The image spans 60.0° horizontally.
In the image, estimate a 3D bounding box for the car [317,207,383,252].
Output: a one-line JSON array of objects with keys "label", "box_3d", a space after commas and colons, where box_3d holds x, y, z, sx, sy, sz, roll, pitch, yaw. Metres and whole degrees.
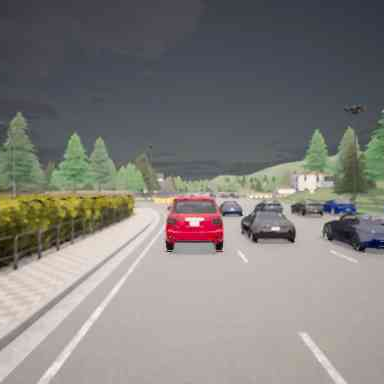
[{"label": "car", "box_3d": [7.087, 1.543, 13.861, 1.994, 1.385, 4.181, 0, 0, 0]}]

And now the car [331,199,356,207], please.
[{"label": "car", "box_3d": [14.091, 1.426, 32.486, 1.882, 1.535, 5.008, 0, 0, 0]}]

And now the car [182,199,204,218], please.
[{"label": "car", "box_3d": [0.089, 1.456, 30.957, 1.837, 1.490, 4.892, 0, 0, 0]}]

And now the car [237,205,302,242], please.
[{"label": "car", "box_3d": [3.591, 1.538, 16.259, 1.994, 1.385, 4.181, 0, 0, 0]}]

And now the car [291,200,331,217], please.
[{"label": "car", "box_3d": [10.589, 1.442, 30.927, 2.128, 1.511, 4.902, 0, 0, 0]}]

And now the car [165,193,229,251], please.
[{"label": "car", "box_3d": [0.091, 1.196, 14.095, 2.150, 2.045, 5.566, 0, 0, 0]}]

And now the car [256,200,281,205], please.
[{"label": "car", "box_3d": [7.088, 1.442, 30.925, 2.128, 1.511, 4.902, 0, 0, 0]}]

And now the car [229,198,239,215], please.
[{"label": "car", "box_3d": [3.589, 1.513, 31.613, 1.994, 1.385, 4.181, 0, 0, 0]}]
